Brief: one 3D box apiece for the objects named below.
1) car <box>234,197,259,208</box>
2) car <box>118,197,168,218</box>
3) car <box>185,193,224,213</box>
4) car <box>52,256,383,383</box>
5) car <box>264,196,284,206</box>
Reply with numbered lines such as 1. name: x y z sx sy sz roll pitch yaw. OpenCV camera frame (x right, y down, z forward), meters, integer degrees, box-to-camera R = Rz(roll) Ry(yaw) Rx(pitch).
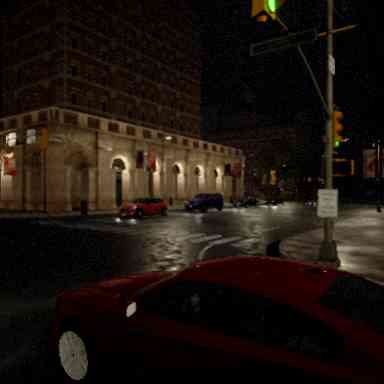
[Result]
1. car: 7.357 1.393 44.932 2.128 1.511 4.902 0 0 35
2. car: -4.186 1.248 28.799 2.097 1.767 4.553 0 0 37
3. car: 1.493 1.120 36.678 2.150 2.045 5.566 0 0 35
4. car: 0.480 1.470 3.611 5.008 1.535 1.882 1 0 36
5. car: 13.217 1.409 53.199 1.837 1.490 4.892 0 0 35
